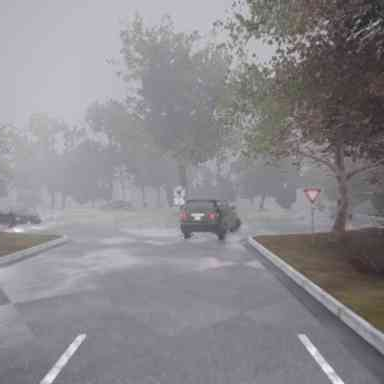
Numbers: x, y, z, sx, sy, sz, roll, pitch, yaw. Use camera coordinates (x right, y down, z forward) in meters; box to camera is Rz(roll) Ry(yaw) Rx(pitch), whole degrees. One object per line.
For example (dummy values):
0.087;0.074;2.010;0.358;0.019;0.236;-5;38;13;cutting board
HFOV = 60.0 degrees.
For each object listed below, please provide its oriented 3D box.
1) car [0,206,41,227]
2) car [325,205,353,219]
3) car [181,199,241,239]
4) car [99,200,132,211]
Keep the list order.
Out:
-13.299;1.773;25.326;2.033;1.411;5.357;0;-1;-44;car
14.270;1.889;32.486;1.895;1.301;4.718;0;-1;15;car
1.130;1.387;18.624;2.150;2.045;5.566;-2;-1;18;car
-11.270;1.942;49.128;4.892;1.490;1.837;0;-2;-35;car
